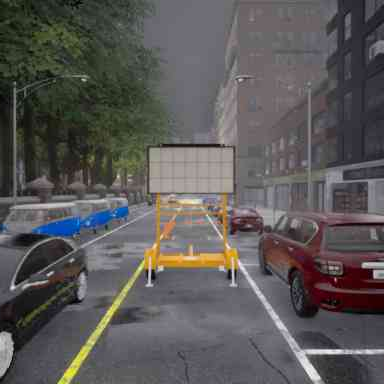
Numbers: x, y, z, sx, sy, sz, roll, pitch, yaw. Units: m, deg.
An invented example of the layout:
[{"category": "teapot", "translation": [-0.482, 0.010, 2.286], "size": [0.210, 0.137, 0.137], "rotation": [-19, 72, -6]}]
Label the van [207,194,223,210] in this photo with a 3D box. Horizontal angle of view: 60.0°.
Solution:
[{"category": "van", "translation": [2.789, 1.316, 35.665], "size": [1.690, 1.788, 3.998], "rotation": [0, 0, 0]}]

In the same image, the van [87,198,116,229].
[{"category": "van", "translation": [-5.706, 1.334, 18.643], "size": [1.690, 1.788, 3.998], "rotation": [0, 0, 0]}]

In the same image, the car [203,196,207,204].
[{"category": "car", "translation": [2.779, 1.512, 41.326], "size": [1.887, 1.381, 4.507], "rotation": [0, 0, 0]}]

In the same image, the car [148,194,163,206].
[{"category": "car", "translation": [-5.767, 1.264, 52.591], "size": [2.192, 1.841, 5.009], "rotation": [0, 0, 0]}]

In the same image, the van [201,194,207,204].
[{"category": "van", "translation": [2.758, 1.290, 52.647], "size": [1.690, 1.788, 3.998], "rotation": [0, 0, 0]}]

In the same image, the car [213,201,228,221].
[{"category": "car", "translation": [2.810, 1.570, 24.345], "size": [1.802, 1.307, 4.206], "rotation": [0, 0, 0]}]

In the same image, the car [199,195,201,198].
[{"category": "car", "translation": [2.748, 1.504, 58.308], "size": [1.947, 1.339, 4.313], "rotation": [0, 0, 0]}]

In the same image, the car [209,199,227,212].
[{"category": "car", "translation": [2.799, 1.564, 30.006], "size": [1.802, 1.307, 4.206], "rotation": [0, 0, 0]}]

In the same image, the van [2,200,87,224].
[{"category": "van", "translation": [-5.695, 1.337, 12.986], "size": [1.690, 1.788, 3.998], "rotation": [0, 0, 0]}]

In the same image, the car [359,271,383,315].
[{"category": "car", "translation": [2.851, 1.582, 1.703], "size": [1.802, 1.307, 4.206], "rotation": [0, 0, 0]}]

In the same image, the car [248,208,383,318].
[{"category": "car", "translation": [2.840, 1.314, 7.363], "size": [2.192, 1.841, 5.009], "rotation": [0, 0, 0]}]

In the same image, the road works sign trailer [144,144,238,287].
[{"category": "road works sign trailer", "translation": [-0.017, 0.462, 9.312], "size": [2.380, 3.560, 2.880], "rotation": [0, 0, 0]}]

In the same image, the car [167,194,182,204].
[{"category": "car", "translation": [-3.167, 1.421, 55.662], "size": [1.882, 1.535, 5.008], "rotation": [0, 0, 0]}]

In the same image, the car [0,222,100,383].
[{"category": "car", "translation": [-3.110, 1.504, 5.315], "size": [1.837, 1.490, 4.892], "rotation": [0, 0, 0]}]

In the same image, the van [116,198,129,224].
[{"category": "van", "translation": [-5.716, 1.329, 24.301], "size": [1.690, 1.788, 3.998], "rotation": [0, 0, 0]}]

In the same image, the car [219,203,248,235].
[{"category": "car", "translation": [2.820, 1.537, 18.685], "size": [1.887, 1.381, 4.507], "rotation": [0, 0, 0]}]
